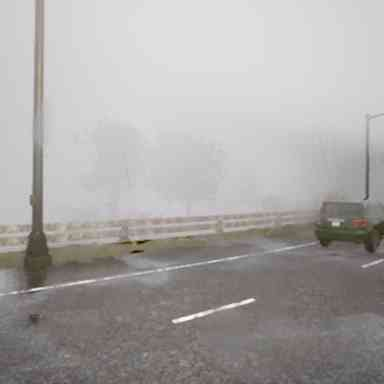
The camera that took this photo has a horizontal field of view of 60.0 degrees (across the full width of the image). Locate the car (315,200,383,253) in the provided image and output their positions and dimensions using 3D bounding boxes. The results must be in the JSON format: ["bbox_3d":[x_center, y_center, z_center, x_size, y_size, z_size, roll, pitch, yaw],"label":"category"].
[{"bbox_3d":[7.535,1.356,14.758,5.566,2.045,2.150,1,0,-43],"label":"car"}]
